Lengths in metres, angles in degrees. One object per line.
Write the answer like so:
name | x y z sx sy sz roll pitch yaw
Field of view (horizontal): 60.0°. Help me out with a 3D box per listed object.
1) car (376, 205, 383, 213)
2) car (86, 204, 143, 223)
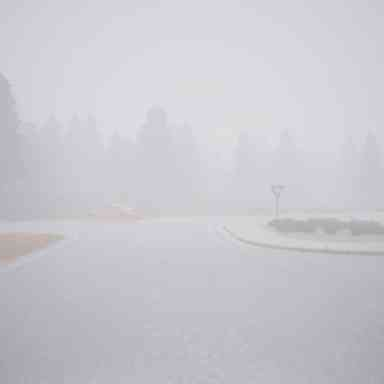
car | 23.952 1.836 39.405 4.181 1.385 1.994 0 -1 -18
car | -6.638 1.762 28.254 5.008 1.535 1.882 -1 -2 21
